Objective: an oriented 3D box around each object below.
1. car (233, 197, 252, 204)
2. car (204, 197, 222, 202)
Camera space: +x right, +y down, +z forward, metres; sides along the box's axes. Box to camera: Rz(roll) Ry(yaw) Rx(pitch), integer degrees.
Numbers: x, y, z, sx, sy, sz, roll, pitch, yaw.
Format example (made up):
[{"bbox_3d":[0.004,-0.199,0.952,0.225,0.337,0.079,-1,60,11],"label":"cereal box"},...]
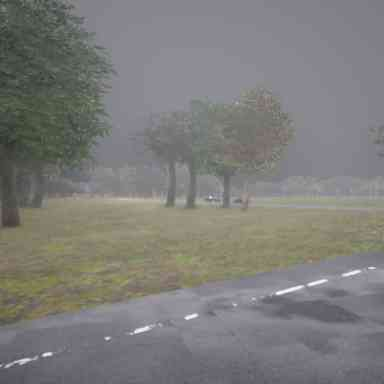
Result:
[{"bbox_3d":[10.346,1.753,68.343,1.812,1.442,4.674,1,-1,-34],"label":"car"},{"bbox_3d":[4.780,1.694,76.690,1.895,1.301,4.718,1,-1,-34],"label":"car"}]
